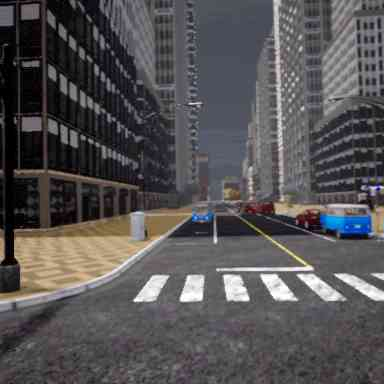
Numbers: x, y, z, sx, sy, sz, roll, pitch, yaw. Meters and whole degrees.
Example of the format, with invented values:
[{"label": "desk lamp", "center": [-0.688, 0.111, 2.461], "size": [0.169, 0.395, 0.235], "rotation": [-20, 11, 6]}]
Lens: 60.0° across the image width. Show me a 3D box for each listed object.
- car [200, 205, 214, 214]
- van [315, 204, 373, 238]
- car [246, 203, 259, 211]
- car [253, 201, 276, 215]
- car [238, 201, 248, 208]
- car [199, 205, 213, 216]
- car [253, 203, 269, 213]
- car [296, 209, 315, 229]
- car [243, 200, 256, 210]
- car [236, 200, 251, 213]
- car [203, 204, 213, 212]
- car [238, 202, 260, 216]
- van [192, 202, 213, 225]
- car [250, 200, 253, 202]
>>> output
[{"label": "car", "center": [2.421, 2.730, 52.718], "size": [2.008, 1.369, 4.403], "rotation": [-1, -1, 4]}, {"label": "van", "center": [8.670, 1.593, 19.012], "size": [1.690, 1.788, 3.998], "rotation": [-1, -1, 4]}, {"label": "car", "center": [11.521, 2.771, 63.216], "size": [1.947, 1.339, 4.313], "rotation": [-1, -1, 4]}, {"label": "car", "center": [10.406, 2.165, 46.644], "size": [2.192, 1.841, 5.009], "rotation": [-1, -1, 4]}, {"label": "car", "center": [12.426, 3.087, 81.754], "size": [1.882, 1.535, 5.008], "rotation": [-1, -1, 4]}, {"label": "car", "center": [2.052, 2.626, 47.193], "size": [1.947, 1.339, 4.313], "rotation": [-1, -1, 4]}, {"label": "car", "center": [10.780, 2.513, 52.164], "size": [1.887, 1.381, 4.507], "rotation": [-1, -1, 4]}, {"label": "car", "center": [8.954, 1.918, 24.537], "size": [1.887, 1.381, 4.507], "rotation": [-1, -1, 4]}, {"label": "car", "center": [11.886, 2.639, 68.747], "size": [2.192, 1.841, 5.009], "rotation": [-1, -1, 4]}, {"label": "car", "center": [8.299, 2.607, 55.430], "size": [1.837, 1.490, 4.892], "rotation": [-1, -1, 4]}, {"label": "car", "center": [3.162, 2.998, 63.770], "size": [1.802, 1.307, 4.206], "rotation": [-1, -1, 4]}, {"label": "car", "center": [7.655, 2.406, 45.144], "size": [1.812, 1.442, 4.674], "rotation": [-1, -1, 4]}, {"label": "van", "center": [0.937, 2.044, 30.621], "size": [1.690, 1.788, 3.998], "rotation": [-1, -1, 4]}, {"label": "car", "center": [11.146, 2.402, 57.696], "size": [2.192, 1.841, 5.009], "rotation": [-1, -1, 4]}]
